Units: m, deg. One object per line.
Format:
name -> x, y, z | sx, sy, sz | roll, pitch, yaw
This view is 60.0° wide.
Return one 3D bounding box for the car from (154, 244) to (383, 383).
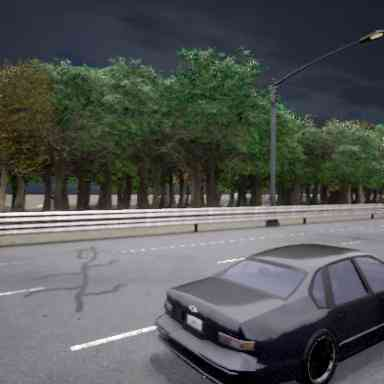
car -> 2.078, 1.586, 5.318 | 5.357, 1.411, 2.033 | 1, 0, -35
